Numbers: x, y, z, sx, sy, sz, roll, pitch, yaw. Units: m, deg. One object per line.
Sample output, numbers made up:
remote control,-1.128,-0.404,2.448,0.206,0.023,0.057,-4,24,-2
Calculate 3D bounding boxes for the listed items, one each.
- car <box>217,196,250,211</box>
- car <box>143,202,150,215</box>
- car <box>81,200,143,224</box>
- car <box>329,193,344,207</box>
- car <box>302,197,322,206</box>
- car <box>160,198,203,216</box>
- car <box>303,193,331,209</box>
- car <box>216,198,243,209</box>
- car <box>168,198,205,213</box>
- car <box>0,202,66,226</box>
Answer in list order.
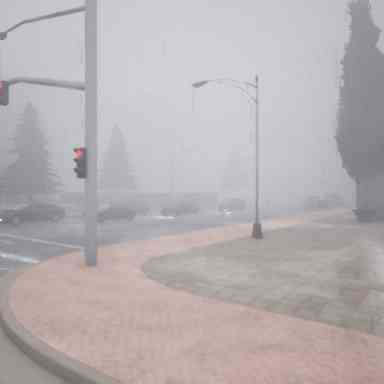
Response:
car,4.931,1.540,41.169,1.837,1.490,4.892,0,0,36
car,-6.161,1.531,31.937,2.128,1.511,4.902,0,0,36
car,-6.321,1.559,25.749,1.812,1.442,4.674,0,0,36
car,22.765,1.247,53.400,2.150,2.045,5.566,0,0,36
car,20.061,1.595,55.638,1.994,1.385,4.181,0,0,36
car,-1.196,1.598,32.787,1.994,1.385,4.181,0,0,37
car,16.957,1.377,45.452,2.097,1.767,4.553,0,0,36
car,5.356,1.605,47.651,1.994,1.385,4.181,0,0,37
car,-0.590,1.545,39.556,1.837,1.490,4.892,0,0,36
car,-11.752,1.544,24.363,1.837,1.490,4.892,0,0,38
